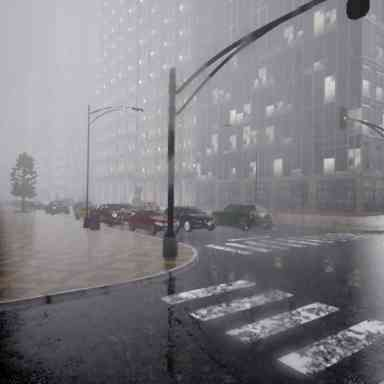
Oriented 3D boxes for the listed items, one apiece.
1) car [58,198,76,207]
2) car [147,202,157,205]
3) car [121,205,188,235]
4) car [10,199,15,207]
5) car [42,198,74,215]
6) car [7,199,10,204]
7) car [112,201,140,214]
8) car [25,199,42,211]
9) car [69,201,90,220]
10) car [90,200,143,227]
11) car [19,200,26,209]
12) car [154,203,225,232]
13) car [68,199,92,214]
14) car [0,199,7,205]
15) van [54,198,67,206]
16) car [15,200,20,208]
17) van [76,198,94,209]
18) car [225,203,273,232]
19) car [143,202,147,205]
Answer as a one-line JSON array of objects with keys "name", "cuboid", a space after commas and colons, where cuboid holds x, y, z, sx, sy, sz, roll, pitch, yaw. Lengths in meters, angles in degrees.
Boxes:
[{"name": "car", "cuboid": [-24.787, 2.036, 66.049, 2.192, 1.841, 5.009, 1, -1, -35]}, {"name": "car", "cuboid": [-5.218, 1.832, 38.122, 1.967, 1.590, 4.097, 1, -1, -35]}, {"name": "car", "cuboid": [-2.296, 1.662, 19.350, 1.802, 1.307, 4.206, 1, -1, -35]}, {"name": "car", "cuboid": [-31.651, 2.123, 61.239, 2.008, 1.369, 4.403, 1, -1, -35]}, {"name": "car", "cuboid": [-15.342, 1.739, 37.969, 1.967, 1.590, 4.097, 1, -1, -35]}, {"name": "car", "cuboid": [-34.912, 2.209, 65.893, 1.802, 1.307, 4.206, 1, -1, -35]}, {"name": "car", "cuboid": [-8.576, 1.974, 42.914, 1.752, 1.417, 4.829, 1, -1, -35]}, {"name": "car", "cuboid": [-21.865, 1.959, 47.276, 2.008, 1.369, 4.403, 1, -1, -35]}, {"name": "car", "cuboid": [-8.721, 1.713, 28.520, 1.752, 1.417, 4.829, 1, -1, -35]}, {"name": "car", "cuboid": [-5.557, 1.575, 24.006, 1.967, 1.590, 4.097, 1, -1, -35]}, {"name": "car", "cuboid": [-25.127, 2.029, 51.930, 1.947, 1.339, 4.313, 1, -1, -35]}, {"name": "car", "cuboid": [-0.349, 1.634, 21.099, 1.837, 1.490, 4.892, 1, -1, -33]}, {"name": "car", "cuboid": [-12.040, 1.817, 37.805, 2.128, 1.511, 4.902, 1, -1, -35]}, {"name": "car", "cuboid": [-41.435, 2.287, 75.202, 2.008, 1.369, 4.403, 1, -1, -35]}, {"name": "van", "cuboid": [-28.049, 2.117, 70.703, 1.690, 1.788, 3.998, 1, -1, -35]}, {"name": "car", "cuboid": [-28.388, 2.062, 56.585, 1.887, 1.381, 4.507, 1, -1, -35]}, {"name": "van", "cuboid": [-18.264, 1.952, 56.740, 1.690, 1.788, 3.998, 1, -1, -35]}, {"name": "car", "cuboid": [3.050, 1.524, 21.825, 2.097, 1.767, 4.553, 1, -1, -35]}, {"name": "car", "cuboid": [-6.117, 1.731, 29.333, 1.837, 1.490, 4.892, 1, -1, -35]}]
